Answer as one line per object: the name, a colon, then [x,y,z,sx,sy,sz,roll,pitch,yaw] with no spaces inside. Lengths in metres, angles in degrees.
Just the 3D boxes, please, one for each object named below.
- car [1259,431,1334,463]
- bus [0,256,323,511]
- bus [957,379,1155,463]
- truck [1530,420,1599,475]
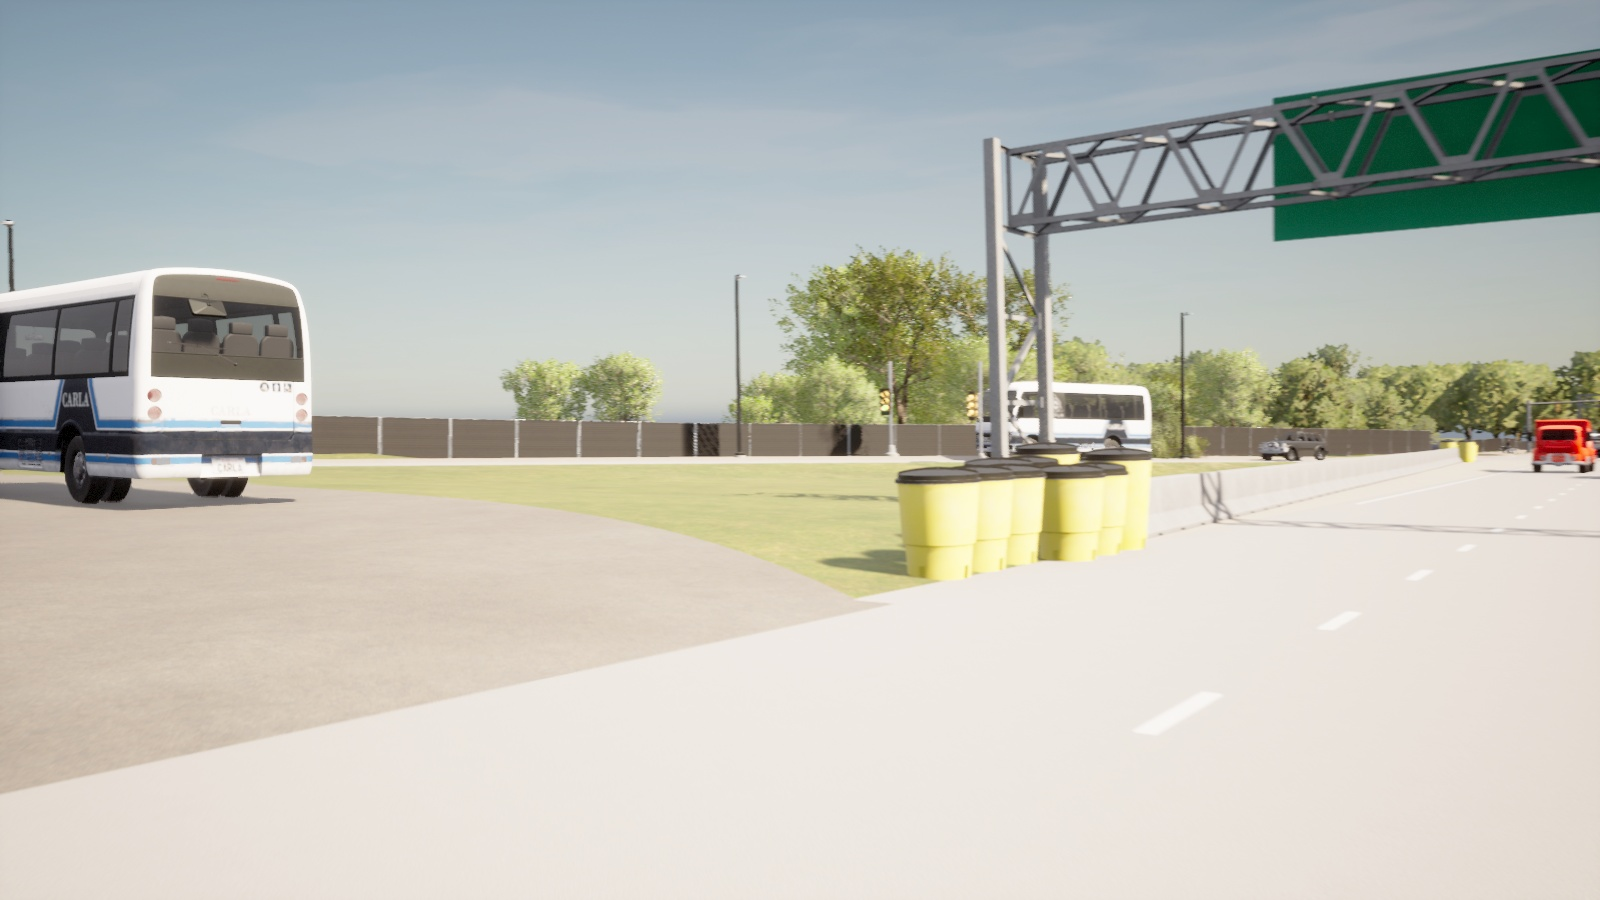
car: [30.572,-0.179,77.279,4.605,1.855,1.932,0,1,-32]
bus: [-14.376,-1.209,25.793,10.273,4.253,3.944,1,1,39]
bus: [13.877,-1.474,67.683,10.273,4.253,3.944,0,1,-29]
truck: [35.735,-0.122,58.496,2.627,2.467,5.204,0,0,35]
